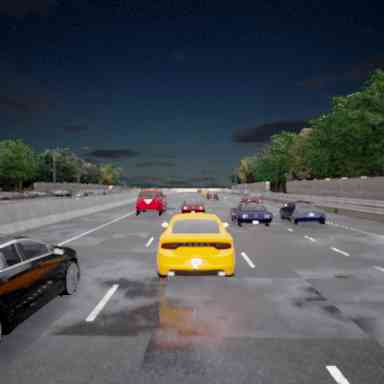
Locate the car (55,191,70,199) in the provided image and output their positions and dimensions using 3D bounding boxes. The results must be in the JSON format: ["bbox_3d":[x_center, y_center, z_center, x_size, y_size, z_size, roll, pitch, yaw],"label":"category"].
[{"bbox_3d":[-24.509,0.557,63.677,1.895,1.301,4.718,0,1,0],"label":"car"}]

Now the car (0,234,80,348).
[{"bbox_3d":[-3.401,1.432,5.478,2.128,1.511,4.902,0,1,0],"label":"car"}]

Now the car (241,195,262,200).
[{"bbox_3d":[7.094,1.025,39.954,1.895,1.301,4.718,0,1,0],"label":"car"}]

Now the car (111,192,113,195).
[{"bbox_3d":[-17.510,0.387,67.703,2.128,1.511,4.902,0,1,0],"label":"car"}]

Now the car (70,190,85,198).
[{"bbox_3d":[-21.015,0.466,63.874,2.128,1.511,4.902,0,1,0],"label":"car"}]

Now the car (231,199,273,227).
[{"bbox_3d":[3.497,1.338,20.478,1.895,1.301,4.718,0,1,0],"label":"car"}]

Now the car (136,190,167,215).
[{"bbox_3d":[-3.405,0.838,28.379,2.150,2.045,5.566,0,1,0],"label":"car"}]

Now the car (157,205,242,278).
[{"bbox_3d":[0.098,1.363,9.843,1.882,1.535,5.008,0,1,0],"label":"car"}]

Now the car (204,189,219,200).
[{"bbox_3d":[3.492,0.606,57.904,1.812,1.442,4.674,0,1,0],"label":"car"}]

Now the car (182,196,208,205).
[{"bbox_3d":[0.096,1.225,27.873,1.895,1.301,4.718,0,1,0],"label":"car"}]

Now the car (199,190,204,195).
[{"bbox_3d":[3.488,0.072,84.162,1.882,1.535,5.008,0,1,0],"label":"car"}]

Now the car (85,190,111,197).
[{"bbox_3d":[-14.068,0.742,50.056,1.837,1.490,4.892,0,1,0],"label":"car"}]

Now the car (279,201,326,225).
[{"bbox_3d":[7.091,1.282,21.731,1.994,1.385,4.181,0,1,0],"label":"car"}]
